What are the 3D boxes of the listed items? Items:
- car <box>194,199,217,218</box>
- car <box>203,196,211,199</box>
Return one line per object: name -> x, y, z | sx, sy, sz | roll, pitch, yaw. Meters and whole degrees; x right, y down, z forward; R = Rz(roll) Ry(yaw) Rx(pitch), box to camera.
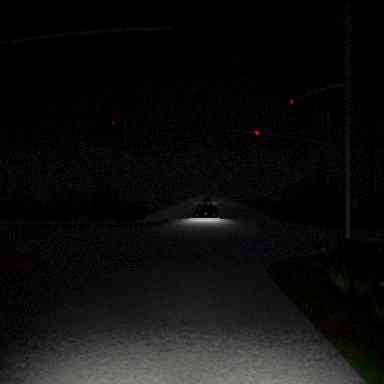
car -> 1.204, 1.581, 29.517 | 1.994, 1.385, 4.181 | 0, 1, 3
car -> 3.552, 1.535, 77.874 | 1.895, 1.301, 4.718 | 0, 0, 3
